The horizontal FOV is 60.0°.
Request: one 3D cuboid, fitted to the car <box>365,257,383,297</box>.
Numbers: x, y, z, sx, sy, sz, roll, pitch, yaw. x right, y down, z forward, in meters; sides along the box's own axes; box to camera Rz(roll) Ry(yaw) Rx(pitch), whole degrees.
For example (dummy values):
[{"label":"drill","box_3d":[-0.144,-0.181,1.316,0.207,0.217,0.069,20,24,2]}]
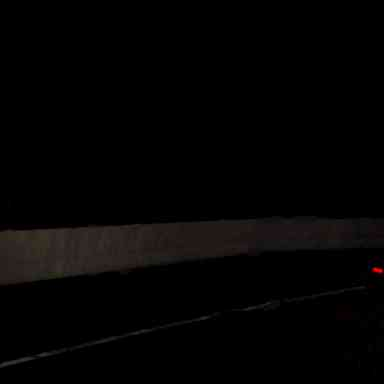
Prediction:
[{"label":"car","box_3d":[6.211,1.656,7.076,5.357,1.411,2.033,1,0,-24]}]
